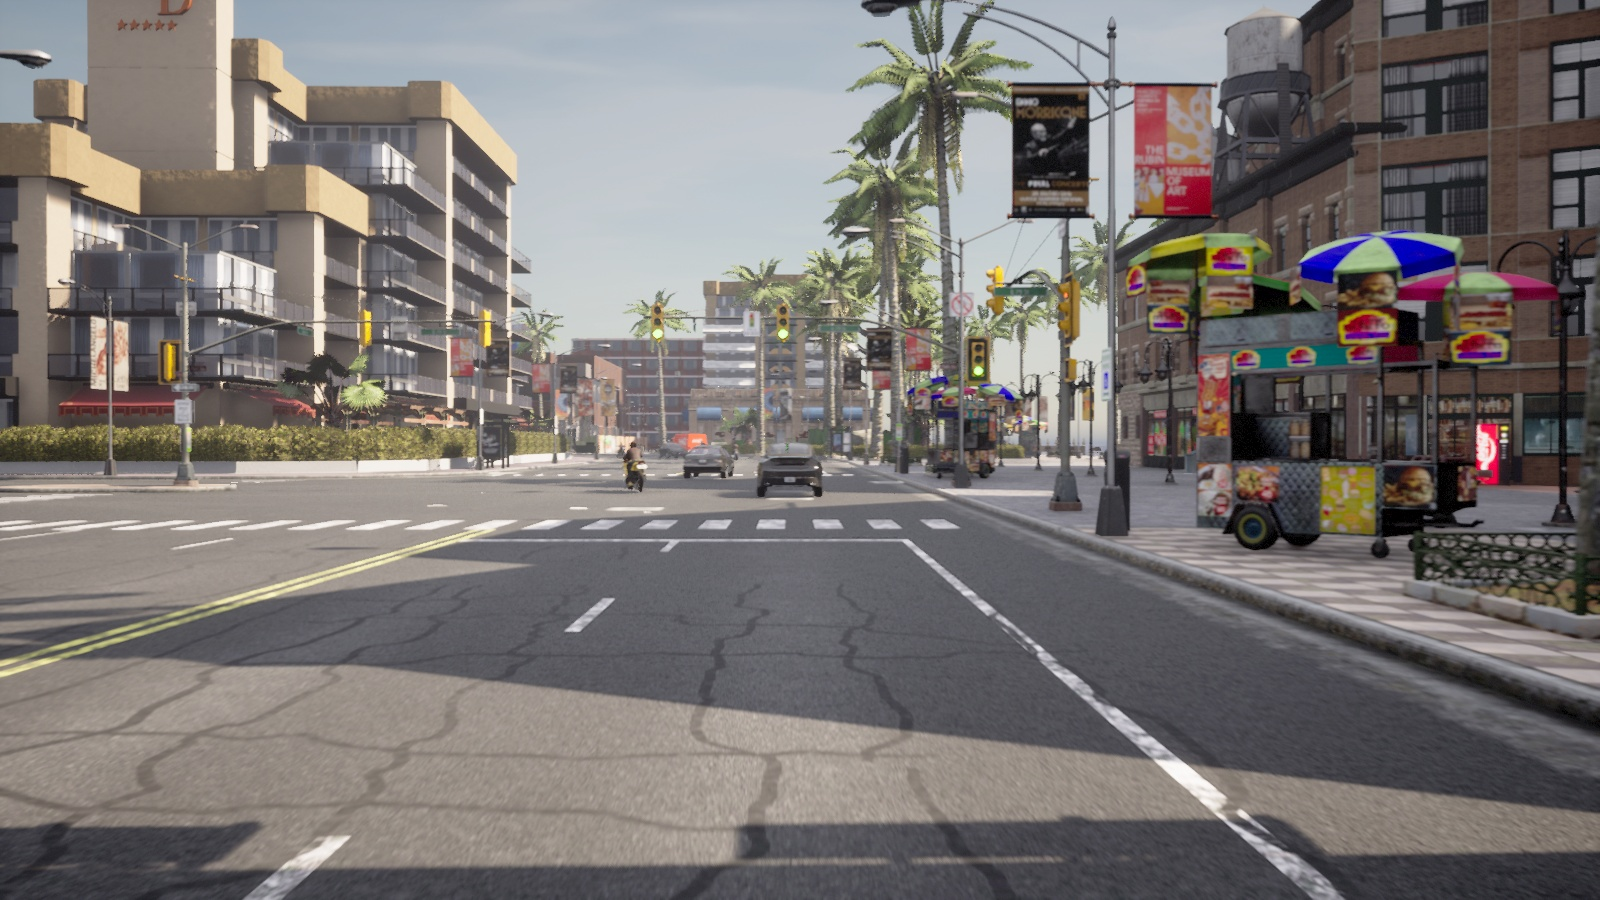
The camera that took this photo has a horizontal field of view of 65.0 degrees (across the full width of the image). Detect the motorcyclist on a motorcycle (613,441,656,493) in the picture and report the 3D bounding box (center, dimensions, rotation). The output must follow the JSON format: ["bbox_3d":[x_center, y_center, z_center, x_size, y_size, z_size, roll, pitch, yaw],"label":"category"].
[{"bbox_3d":[-5.084,0.508,38.514,0.797,1.523,2.044,-1,1,-22],"label":"motorcyclist on a motorcycle"}]

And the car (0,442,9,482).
[{"bbox_3d":[-32.617,0.459,46.856,4.792,1.488,2.163,0,0,-1],"label":"car"}]

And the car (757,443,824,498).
[{"bbox_3d":[-0.278,0.545,36.637,1.837,1.490,4.892,0,0,0],"label":"car"}]

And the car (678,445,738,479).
[{"bbox_3d":[-3.920,0.483,54.581,2.033,1.411,5.357,0,0,2],"label":"car"}]
